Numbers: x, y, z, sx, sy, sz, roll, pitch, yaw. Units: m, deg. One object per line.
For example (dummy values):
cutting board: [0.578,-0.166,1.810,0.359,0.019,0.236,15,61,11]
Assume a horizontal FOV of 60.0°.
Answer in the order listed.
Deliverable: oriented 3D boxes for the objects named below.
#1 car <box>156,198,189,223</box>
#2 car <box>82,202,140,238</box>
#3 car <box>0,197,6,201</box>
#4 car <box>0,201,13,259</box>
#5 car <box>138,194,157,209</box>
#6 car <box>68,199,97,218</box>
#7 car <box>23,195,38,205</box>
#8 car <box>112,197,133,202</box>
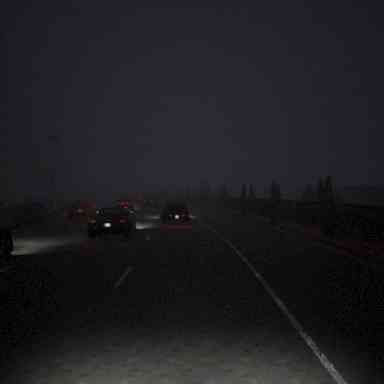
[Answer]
car: [-1.358,1.350,24.162,1.837,1.490,4.892,0,0,-9]
car: [-3.983,1.455,17.032,1.994,1.385,4.181,0,0,-5]
car: [-24.054,1.304,40.811,1.994,1.385,4.181,0,0,-22]
car: [-7.016,1.292,9.317,2.097,1.767,4.553,0,0,-2]
car: [-5.324,1.093,40.652,2.097,1.767,4.553,0,0,-18]
car: [-9.201,1.297,28.239,1.882,1.535,5.008,0,0,-12]
car: [-23.579,1.168,48.508,1.882,1.535,5.008,0,0,-25]
car: [-7.195,1.283,34.850,1.837,1.490,4.892,0,0,-15]
